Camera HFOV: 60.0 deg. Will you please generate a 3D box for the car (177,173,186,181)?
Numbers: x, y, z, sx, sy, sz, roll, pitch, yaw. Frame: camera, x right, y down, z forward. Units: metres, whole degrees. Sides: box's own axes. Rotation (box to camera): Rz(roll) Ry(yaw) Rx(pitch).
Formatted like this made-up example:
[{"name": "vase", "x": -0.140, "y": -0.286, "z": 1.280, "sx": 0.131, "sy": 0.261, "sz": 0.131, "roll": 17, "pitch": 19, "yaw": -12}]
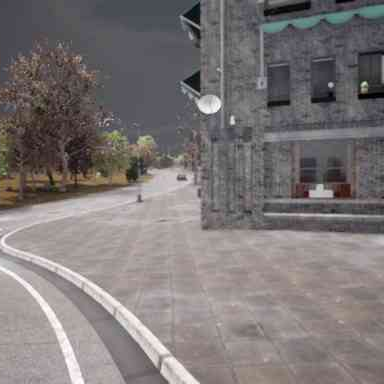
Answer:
[{"name": "car", "x": -2.085, "y": -3.144, "z": 67.493, "sx": 2.128, "sy": 1.511, "sz": 4.902, "roll": 0, "pitch": 5, "yaw": 0}]
